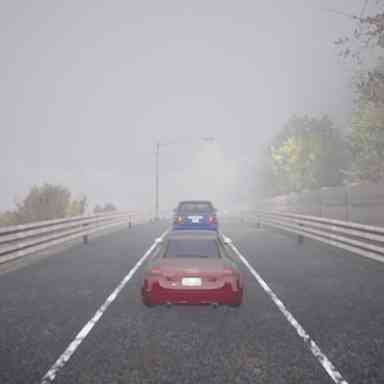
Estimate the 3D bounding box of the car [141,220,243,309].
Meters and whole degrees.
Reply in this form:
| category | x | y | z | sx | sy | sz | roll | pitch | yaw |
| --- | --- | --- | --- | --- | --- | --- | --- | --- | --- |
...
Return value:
| category | x | y | z | sx | sy | sz | roll | pitch | yaw |
| --- | --- | --- | --- | --- | --- | --- | --- | --- | --- |
| car | 0.026 | 1.605 | 7.983 | 1.994 | 1.385 | 4.181 | 0 | -1 | 1 |

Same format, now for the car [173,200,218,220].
| category | x | y | z | sx | sy | sz | roll | pitch | yaw |
| --- | --- | --- | --- | --- | --- | --- | --- | --- | --- |
| car | 0.175 | 1.465 | 17.493 | 2.150 | 2.045 | 5.566 | 0 | -2 | 0 |

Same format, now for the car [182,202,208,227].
| category | x | y | z | sx | sy | sz | roll | pitch | yaw |
| --- | --- | --- | --- | --- | --- | --- | --- | --- | --- |
| car | 0.324 | 2.018 | 30.550 | 2.150 | 2.045 | 5.566 | 0 | -3 | 2 |
